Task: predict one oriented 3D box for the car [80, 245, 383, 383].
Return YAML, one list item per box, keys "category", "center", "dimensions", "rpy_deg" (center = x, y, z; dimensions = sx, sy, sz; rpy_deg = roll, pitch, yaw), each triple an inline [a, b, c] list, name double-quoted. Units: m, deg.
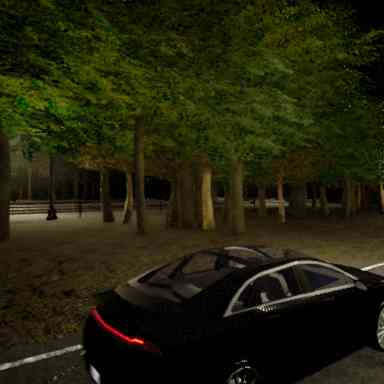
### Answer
- category: "car"
  center: [1.043, 1.510, 4.569]
  dimensions: [4.902, 1.511, 2.128]
  rpy_deg: [0, 0, -36]
